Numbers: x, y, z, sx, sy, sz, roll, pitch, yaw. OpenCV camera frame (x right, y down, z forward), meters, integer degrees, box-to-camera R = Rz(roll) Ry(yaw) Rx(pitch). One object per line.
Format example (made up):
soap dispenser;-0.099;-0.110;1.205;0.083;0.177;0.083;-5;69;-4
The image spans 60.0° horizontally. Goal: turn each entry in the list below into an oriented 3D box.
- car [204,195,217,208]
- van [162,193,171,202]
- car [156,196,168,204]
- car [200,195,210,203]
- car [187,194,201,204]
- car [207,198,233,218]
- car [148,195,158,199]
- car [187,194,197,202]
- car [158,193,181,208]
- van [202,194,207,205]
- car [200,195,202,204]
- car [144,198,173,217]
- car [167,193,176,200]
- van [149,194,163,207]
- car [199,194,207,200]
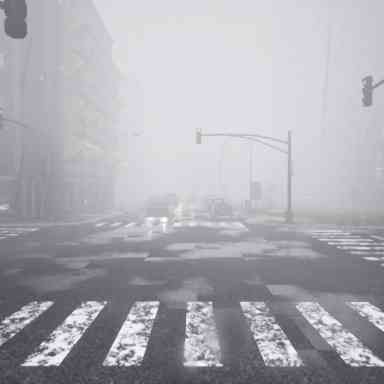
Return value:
car;2.669;1.416;35.611;1.967;1.590;4.097;-1;0;0
van;-5.653;1.255;75.106;1.690;1.788;3.998;-1;0;0
car;-5.658;1.481;63.812;1.887;1.381;4.507;-1;0;0
car;2.698;1.366;69.486;1.967;1.590;4.097;-1;0;0
car;0.142;1.490;60.365;2.033;1.411;5.357;0;0;0
car;2.667;1.527;29.965;1.887;1.381;4.507;-1;0;0
car;-5.669;1.528;46.875;1.947;1.339;4.313;-1;0;0
car;0.077;1.277;70.992;2.097;1.767;4.553;0;0;0
car;-3.066;1.187;46.617;2.150;2.045;5.566;0;0;0
van;2.676;1.304;46.902;1.690;1.788;3.998;-1;0;0
car;2.682;1.499;52.549;1.887;1.381;4.507;-1;0;0
car;-3.072;1.545;30.763;1.994;1.385;4.181;0;0;0
car;-5.641;1.189;92.045;2.192;1.841;5.009;-1;0;0
van;-5.668;1.296;52.521;1.690;1.788;3.998;-1;0;0
car;2.740;1.328;86.423;1.967;1.590;4.097;-1;0;0
